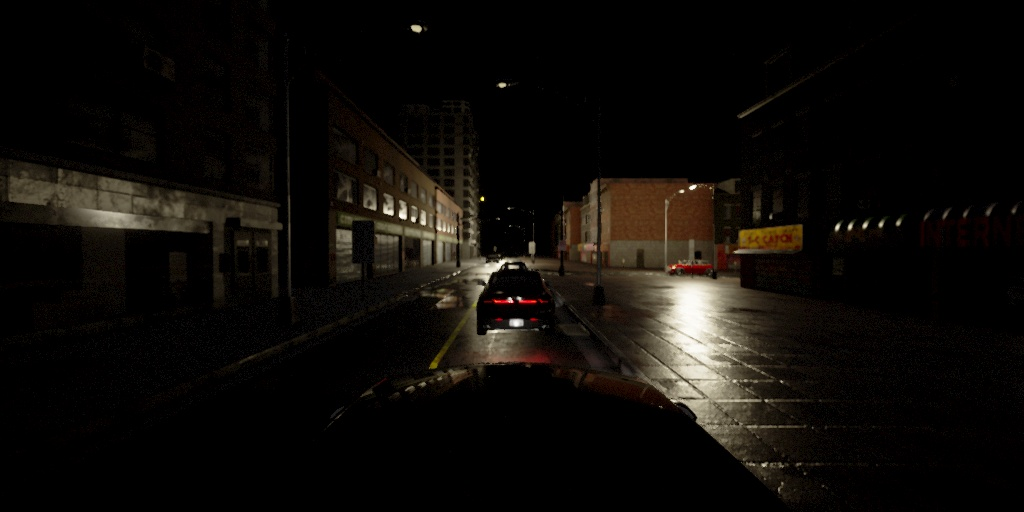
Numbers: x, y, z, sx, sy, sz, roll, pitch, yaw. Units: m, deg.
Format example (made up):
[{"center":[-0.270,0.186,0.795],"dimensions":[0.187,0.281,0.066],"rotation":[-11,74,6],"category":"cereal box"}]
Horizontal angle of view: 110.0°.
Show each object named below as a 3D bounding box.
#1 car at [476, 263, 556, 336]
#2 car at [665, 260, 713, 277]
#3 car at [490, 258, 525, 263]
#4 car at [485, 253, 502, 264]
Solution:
[{"center":[0.085,1.120,9.928],"dimensions":[1.837,1.490,4.892],"rotation":[0,1,0],"category":"car"},{"center":[16.332,1.059,33.142],"dimensions":[4.097,1.591,1.967],"rotation":[0,0,0],"category":"car"},{"center":[0.093,1.006,19.538],"dimensions":[2.033,1.411,5.357],"rotation":[0,1,0],"category":"car"},{"center":[-2.869,0.382,53.126],"dimensions":[1.882,1.535,5.008],"rotation":[0,1,0],"category":"car"}]
